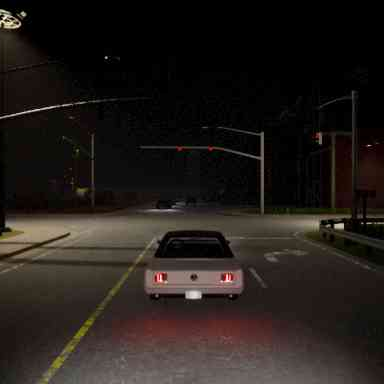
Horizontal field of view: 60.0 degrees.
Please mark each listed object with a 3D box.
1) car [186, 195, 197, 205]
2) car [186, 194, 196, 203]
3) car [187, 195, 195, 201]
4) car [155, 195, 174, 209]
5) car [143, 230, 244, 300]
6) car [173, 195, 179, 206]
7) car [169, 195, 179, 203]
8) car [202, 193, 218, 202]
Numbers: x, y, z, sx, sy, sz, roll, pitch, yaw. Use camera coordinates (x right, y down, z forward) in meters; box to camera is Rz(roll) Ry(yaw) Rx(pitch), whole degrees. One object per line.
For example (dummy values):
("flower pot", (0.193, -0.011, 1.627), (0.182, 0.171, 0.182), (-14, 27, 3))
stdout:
("car", (-0.166, 1.504, 57.127), (1.837, 1.490, 4.892), (0, 0, 0))
("car", (-0.207, 1.354, 71.124), (2.097, 1.767, 4.553), (0, 0, 0))
("car", (-0.234, 1.440, 80.353), (2.033, 1.411, 5.357), (0, 0, 0))
("car", (-3.725, 1.522, 44.525), (1.812, 1.442, 4.674), (0, 0, 0))
("car", (0.043, 1.601, 8.325), (1.895, 1.301, 4.718), (0, 0, 0))
("car", (-3.745, 1.351, 55.234), (2.097, 1.767, 4.553), (0, 0, 0))
("car", (-3.707, 1.488, 69.531), (1.837, 1.490, 4.892), (0, 0, 0))
("car", (3.951, 1.144, 72.909), (1.905, 1.878, 3.866), (-8, 3, -42))
